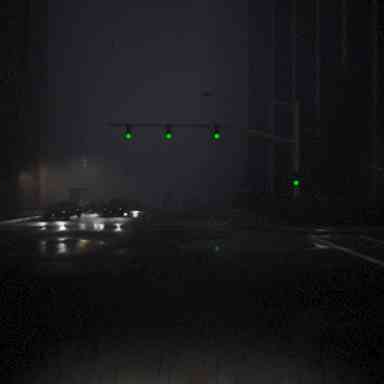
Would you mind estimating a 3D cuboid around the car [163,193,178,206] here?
[{"bbox_3d":[-3.504,1.175,53.899,2.150,2.045,5.566,0,0,0],"label":"car"}]

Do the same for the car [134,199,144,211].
[{"bbox_3d":[-7.061,1.529,40.377,1.994,1.385,4.181,0,0,0],"label":"car"}]

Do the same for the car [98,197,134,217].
[{"bbox_3d":[-7.090,1.478,31.468,1.837,1.490,4.892,0,0,0],"label":"car"}]

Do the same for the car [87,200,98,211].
[{"bbox_3d":[-10.573,1.569,36.815,1.895,1.301,4.718,0,0,0],"label":"car"}]

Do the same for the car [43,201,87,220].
[{"bbox_3d":[-10.601,1.502,27.706,1.812,1.442,4.674,0,0,0],"label":"car"}]

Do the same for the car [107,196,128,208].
[{"bbox_3d":[-10.504,1.437,47.256,1.882,1.535,5.008,0,0,0],"label":"car"}]

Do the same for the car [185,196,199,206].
[{"bbox_3d":[-0.005,1.459,52.981,1.837,1.490,4.892,0,0,0],"label":"car"}]
